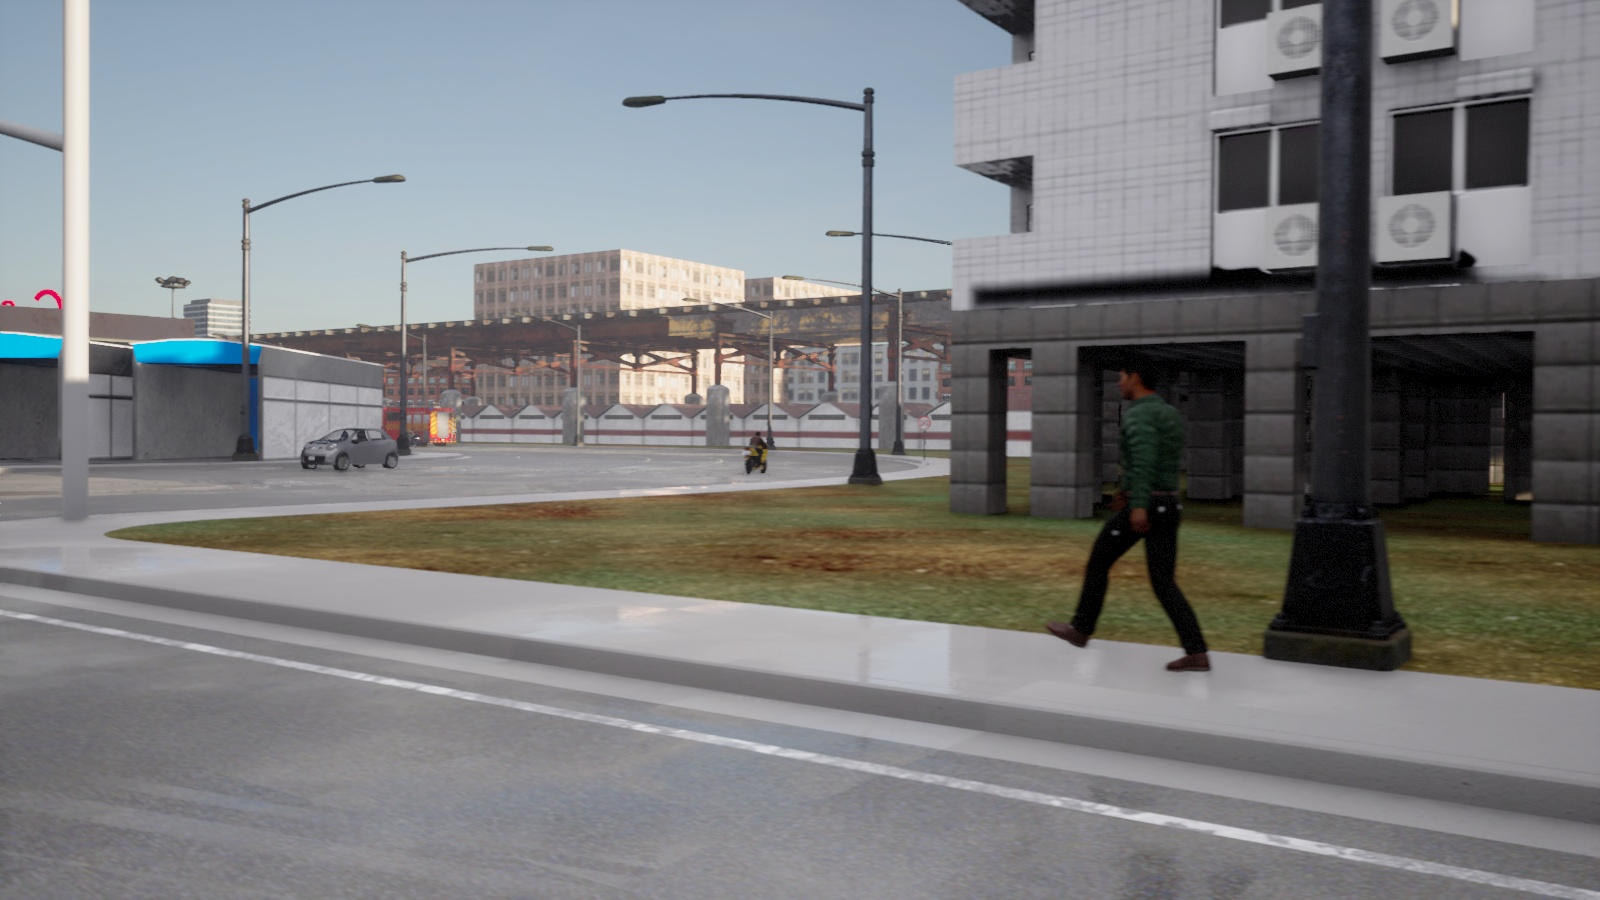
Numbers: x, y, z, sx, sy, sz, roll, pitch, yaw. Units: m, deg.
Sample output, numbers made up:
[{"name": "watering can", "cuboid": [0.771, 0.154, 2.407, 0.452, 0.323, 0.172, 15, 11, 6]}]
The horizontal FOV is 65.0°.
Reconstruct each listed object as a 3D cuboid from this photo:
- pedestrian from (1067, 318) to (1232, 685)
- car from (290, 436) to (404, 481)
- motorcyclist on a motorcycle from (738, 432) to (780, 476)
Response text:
[{"name": "pedestrian", "cuboid": [1.968, 0.272, 7.109, 0.423, 1.949, 0.788, -1, 1, -42]}, {"name": "car", "cuboid": [-16.139, 0.278, 44.919, 1.845, 1.501, 3.633, 0, 1, 22]}, {"name": "motorcyclist on a motorcycle", "cuboid": [-1.426, 0.124, 44.116, 0.797, 1.523, 2.044, -1, 1, 19]}]
